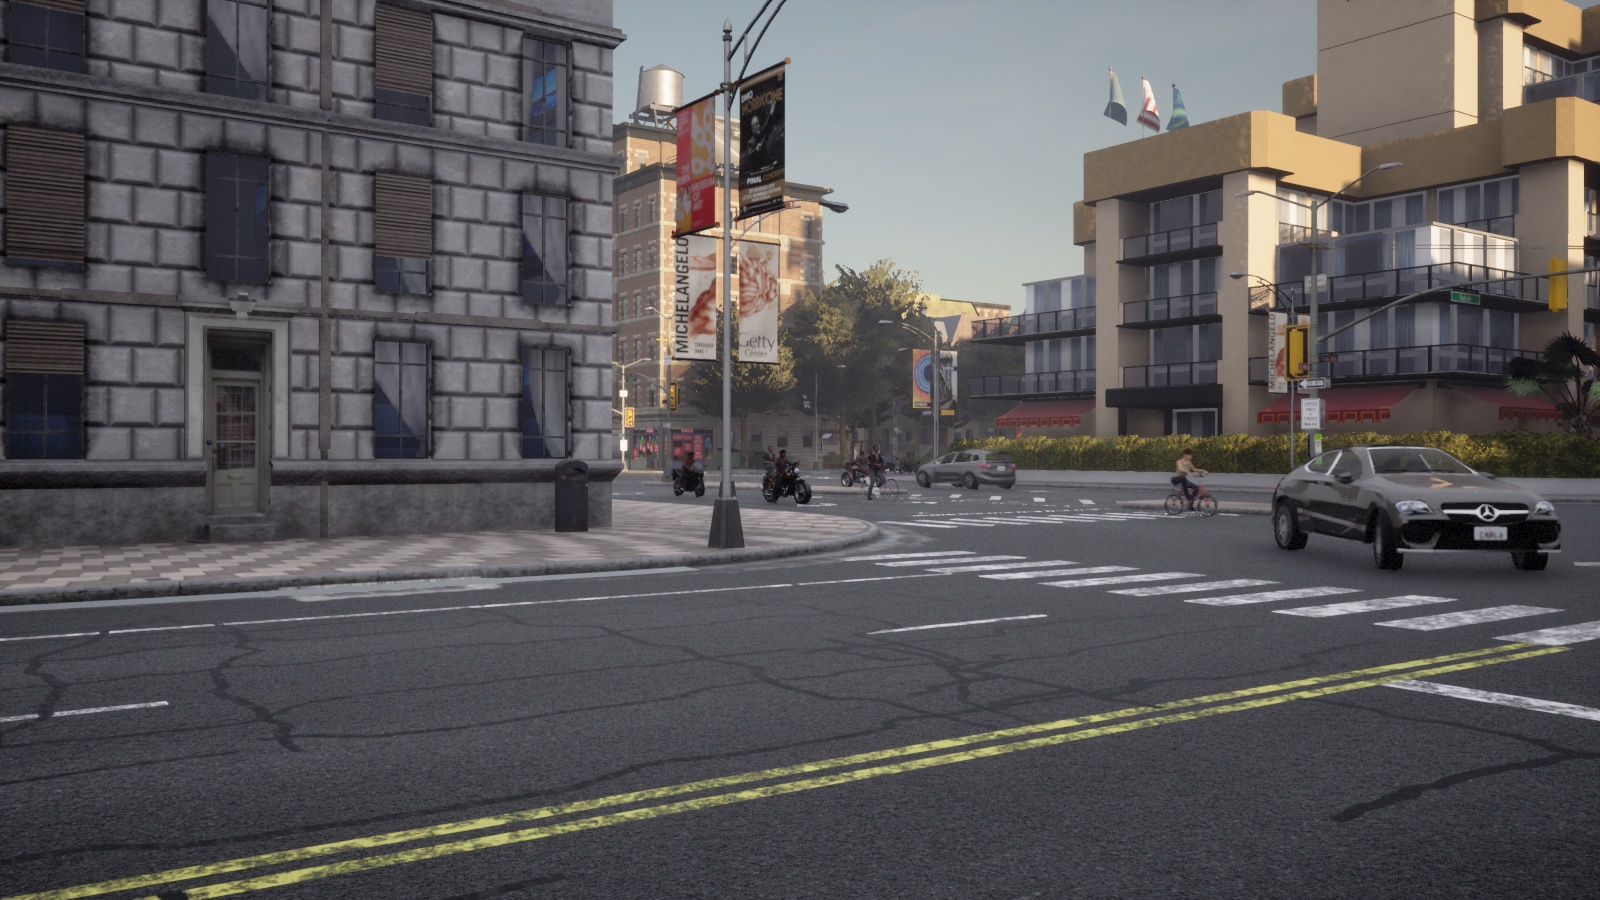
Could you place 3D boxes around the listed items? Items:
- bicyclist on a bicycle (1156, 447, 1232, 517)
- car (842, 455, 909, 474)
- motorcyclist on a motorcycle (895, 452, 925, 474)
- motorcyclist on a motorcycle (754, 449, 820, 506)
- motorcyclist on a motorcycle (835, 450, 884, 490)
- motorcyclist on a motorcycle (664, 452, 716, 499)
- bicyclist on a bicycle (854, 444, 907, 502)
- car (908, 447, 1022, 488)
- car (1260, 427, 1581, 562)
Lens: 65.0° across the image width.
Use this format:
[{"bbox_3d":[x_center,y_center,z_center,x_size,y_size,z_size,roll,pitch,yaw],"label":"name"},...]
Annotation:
[{"bbox_3d":[9.277,0.734,29.596,0.866,1.612,1.509,0,0,-35],"label":"bicyclist on a bicycle"},{"bbox_3d":[5.515,1.057,91.330,4.718,1.301,1.895,0,0,-35],"label":"car"},{"bbox_3d":[7.749,0.927,88.625,2.044,1.523,0.797,0,0,-35],"label":"motorcyclist on a motorcycle"},{"bbox_3d":[-0.392,0.787,37.286,0.766,1.649,2.350,0,0,-35],"label":"motorcyclist on a motorcycle"},{"bbox_3d":[2.499,0.820,53.207,0.766,1.649,2.350,0,0,-35],"label":"motorcyclist on a motorcycle"},{"bbox_3d":[-3.684,0.838,41.988,0.797,1.523,2.044,0,-1,-35],"label":"motorcyclist on a motorcycle"},{"bbox_3d":[2.505,0.706,39.251,0.659,1.776,1.843,0,0,-35],"label":"bicyclist on a bicycle"},{"bbox_3d":[6.911,0.704,53.008,2.242,1.667,4.611,0,0,-35],"label":"car"},{"bbox_3d":[8.520,0.549,17.893,2.152,1.651,5.027,0,0,1],"label":"car"}]
